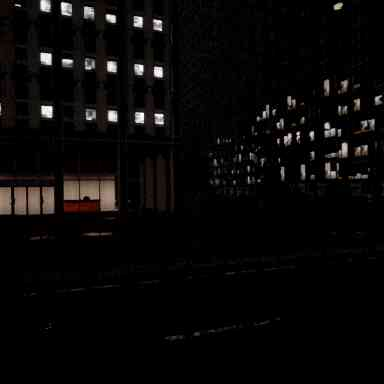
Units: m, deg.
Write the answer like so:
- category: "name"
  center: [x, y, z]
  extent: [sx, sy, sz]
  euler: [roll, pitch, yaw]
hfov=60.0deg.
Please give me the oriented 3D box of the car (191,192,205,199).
- category: "car"
  center: [1.524, 0.705, 80.236]
  extent: [1.967, 1.590, 4.097]
  euler: [0, 1, -21]

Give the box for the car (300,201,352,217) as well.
- category: "car"
  center: [12.030, 1.434, 29.459]
  extent: [1.947, 1.339, 4.313]
  euler: [0, 1, -21]

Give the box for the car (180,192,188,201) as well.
- category: "car"
  center: [-2.194, 1.055, 66.615]
  extent: [2.008, 1.369, 4.403]
  euler: [0, 1, -21]

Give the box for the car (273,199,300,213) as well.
- category: "car"
  center: [9.997, 1.399, 34.769]
  extent: [1.802, 1.307, 4.206]
  euler: [0, 1, -21]

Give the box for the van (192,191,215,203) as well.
- category: "van"
  center: [1.905, 0.951, 56.010]
  extent: [1.690, 1.788, 3.998]
  euler: [0, 1, -21]

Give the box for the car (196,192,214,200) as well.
- category: "car"
  center: [2.754, 0.878, 69.852]
  extent: [1.882, 1.535, 5.008]
  euler: [-1, 1, -21]

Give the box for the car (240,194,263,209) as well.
- category: "car"
  center: [8.002, 1.331, 40.091]
  extent: [1.947, 1.339, 4.313]
  euler: [0, 1, -21]

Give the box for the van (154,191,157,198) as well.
- category: "van"
  center: [-8.342, 0.686, 82.517]
  extent: [1.690, 1.788, 3.998]
  euler: [0, 1, -21]

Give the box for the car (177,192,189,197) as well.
- category: "car"
  center: [-2.574, 0.709, 90.840]
  extent: [2.008, 1.369, 4.403]
  euler: [0, 1, -21]

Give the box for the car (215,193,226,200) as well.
- category: "car"
  center: [5.623, 0.953, 69.636]
  extent: [1.802, 1.307, 4.206]
  euler: [0, 1, -21]

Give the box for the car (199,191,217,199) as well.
- category: "car"
  center: [3.573, 0.633, 74.934]
  extent: [2.192, 1.841, 5.009]
  euler: [0, 1, -21]

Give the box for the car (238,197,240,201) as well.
- category: "car"
  center: [9.722, 1.058, 59.032]
  extent: [1.802, 1.307, 4.206]
  euler: [0, 1, -21]

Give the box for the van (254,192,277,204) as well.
- category: "van"
  center: [11.769, 0.869, 53.728]
  extent: [1.690, 1.788, 3.998]
  euler: [0, 1, -21]
